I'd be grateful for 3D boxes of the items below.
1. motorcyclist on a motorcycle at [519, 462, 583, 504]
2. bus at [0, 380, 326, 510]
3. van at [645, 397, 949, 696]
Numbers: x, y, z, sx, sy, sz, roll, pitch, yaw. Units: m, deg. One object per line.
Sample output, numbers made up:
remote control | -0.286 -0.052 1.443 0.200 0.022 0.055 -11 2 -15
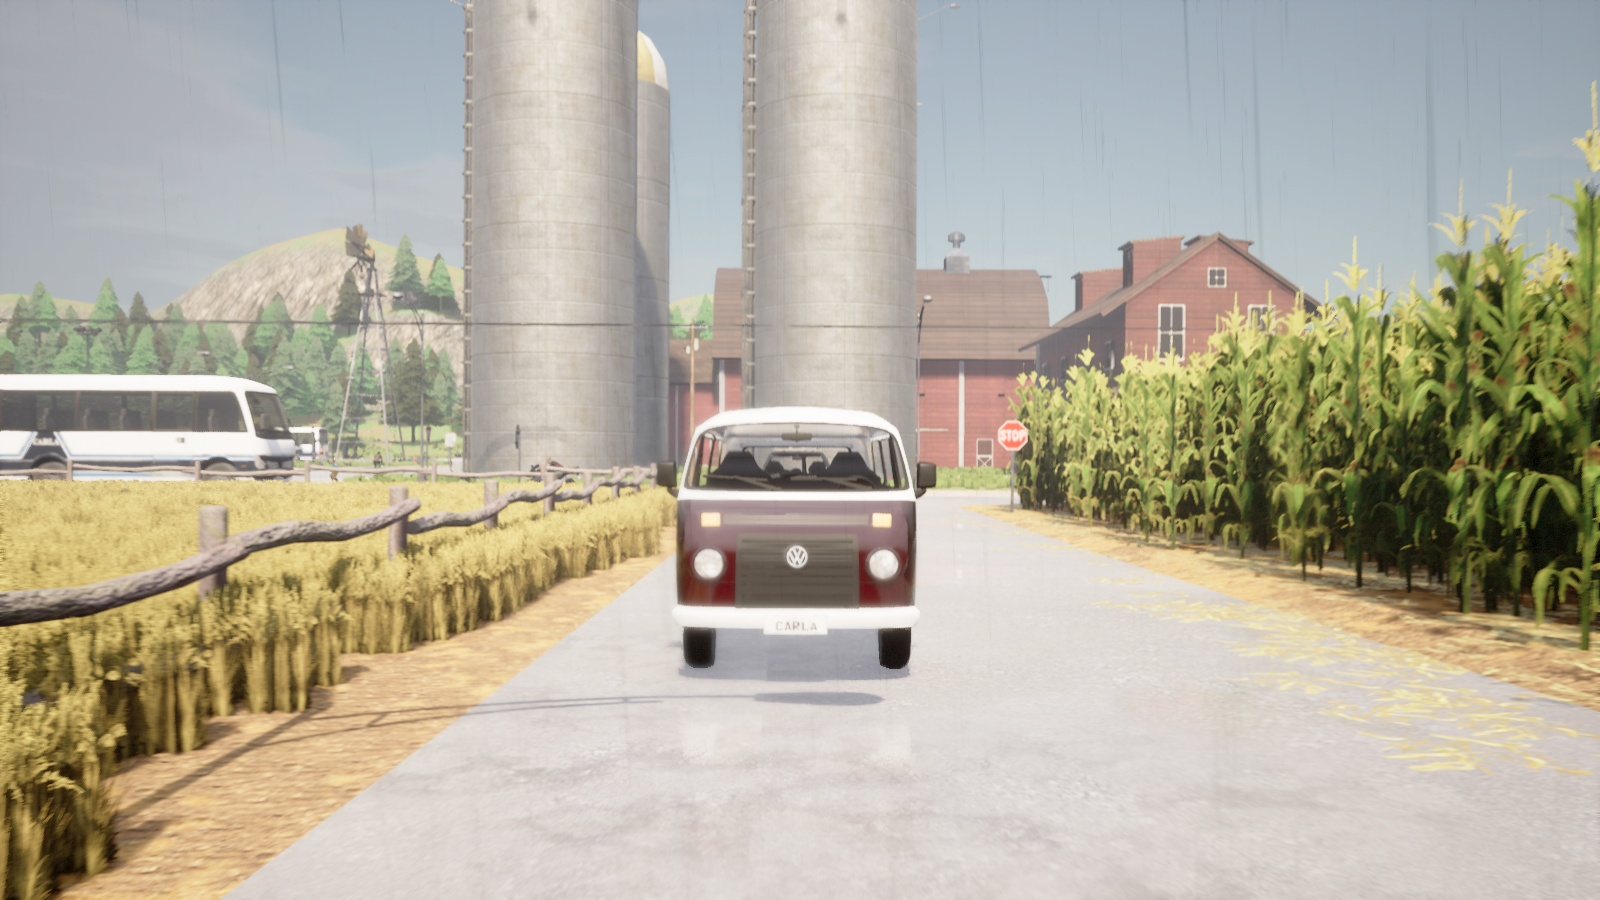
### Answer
motorcyclist on a motorcycle | -9.319 1.218 47.021 2.191 1.530 0.866 0 0 5
bus | -22.334 -0.159 43.567 10.273 4.253 3.944 0 0 0
van | -0.025 0.681 10.829 2.069 2.038 4.480 0 -1 0
